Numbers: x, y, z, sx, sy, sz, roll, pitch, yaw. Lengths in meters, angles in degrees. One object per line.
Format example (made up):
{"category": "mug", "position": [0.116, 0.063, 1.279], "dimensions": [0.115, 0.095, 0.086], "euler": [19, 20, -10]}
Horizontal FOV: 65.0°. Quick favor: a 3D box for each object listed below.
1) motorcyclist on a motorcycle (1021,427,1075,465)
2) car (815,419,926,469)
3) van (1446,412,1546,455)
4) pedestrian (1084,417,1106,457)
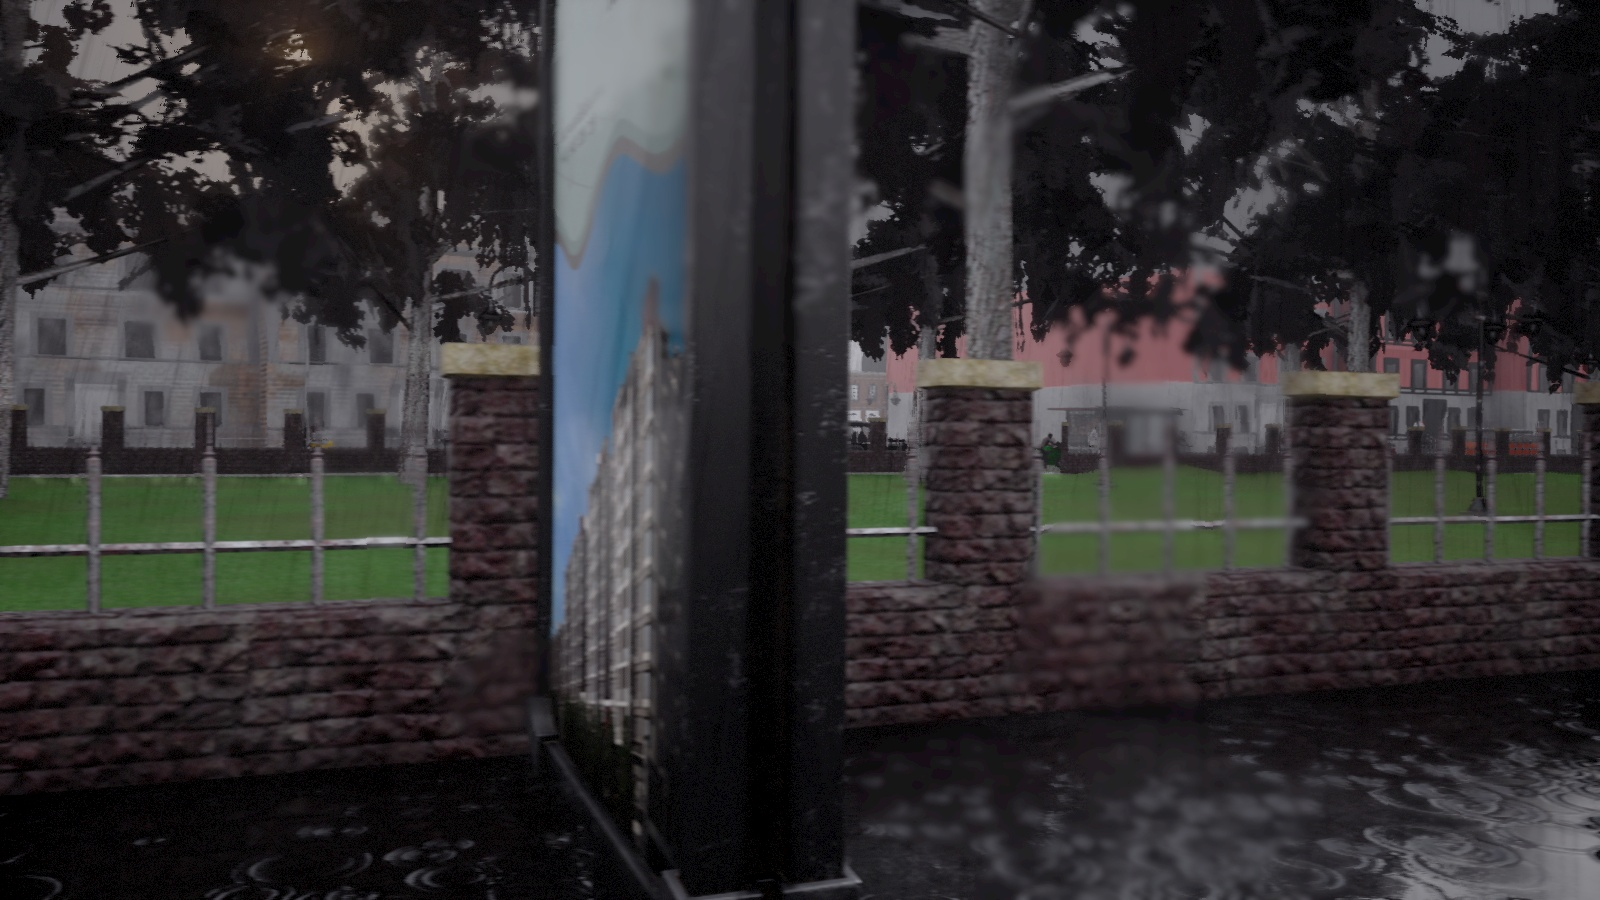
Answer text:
{"category": "motorcyclist on a motorcycle", "position": [10.243, -0.174, 51.831], "dimensions": [2.044, 1.523, 0.797], "euler": [-1, 1, -21]}
{"category": "car", "position": [2.754, -0.236, 48.985], "dimensions": [3.866, 1.878, 1.905], "euler": [0, 1, -21]}
{"category": "van", "position": [33.668, -0.802, 60.736], "dimensions": [4.442, 1.987, 1.775], "euler": [-1, 1, -20]}
{"category": "pedestrian", "position": [14.528, -0.657, 61.856], "dimensions": [0.873, 1.952, 0.659], "euler": [-1, 1, -5]}
